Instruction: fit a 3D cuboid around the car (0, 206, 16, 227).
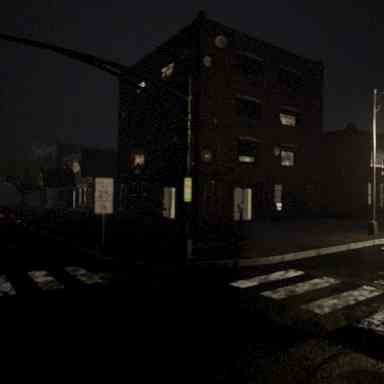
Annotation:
[{"bbox_3d":[-14.605,1.765,25.169,1.967,1.590,4.097,1,-1,-35],"label":"car"}]
